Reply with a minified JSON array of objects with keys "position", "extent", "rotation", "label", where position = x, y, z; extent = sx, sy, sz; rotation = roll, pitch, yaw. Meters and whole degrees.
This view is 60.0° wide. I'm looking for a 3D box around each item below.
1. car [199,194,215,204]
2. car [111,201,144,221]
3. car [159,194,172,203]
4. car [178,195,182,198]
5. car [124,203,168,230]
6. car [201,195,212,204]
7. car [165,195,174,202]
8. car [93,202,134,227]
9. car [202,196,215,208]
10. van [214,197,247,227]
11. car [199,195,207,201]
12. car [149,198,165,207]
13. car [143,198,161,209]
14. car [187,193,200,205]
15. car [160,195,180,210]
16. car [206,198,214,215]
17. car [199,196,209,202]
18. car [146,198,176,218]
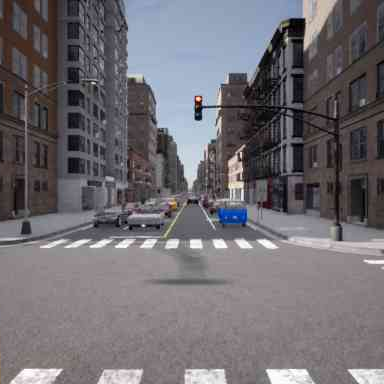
[{"position":[2.675,1.305,50.839],"extent":[2.192,1.841,5.009],"rotation":[0,0,0],"label":"car"},{"position":[-5.367,1.543,28.111],"extent":[1.887,1.381,4.507],"rotation":[0,0,0],"label":"car"},{"position":[-5.338,1.292,67.884],"extent":[2.192,1.841,5.009],"rotation":[0,0,0],"label":"car"},{"position":[-2.773,1.591,50.033],"extent":[1.895,1.301,4.718],"rotation":[0,0,0],"label":"car"},{"position":[-2.804,1.600,21.136],"extent":[1.895,1.301,4.718],"rotation":[0,0,-1],"label":"car"},{"position":[2.683,1.422,62.201],"extent":[1.967,1.590,4.097],"rotation":[0,0,0],"label":"car"},{"position":[-5.330,1.409,79.247],"extent":[1.967,1.590,4.097],"rotation":[0,0,0],"label":"car"},{"position":[-5.372,1.550,22.429],"extent":[2.008,1.369,4.403],"rotation":[0,0,0],"label":"car"},{"position":[2.670,1.576,45.157],"extent":[1.802,1.307,4.206],"rotation":[0,0,0],"label":"car"},{"position":[2.653,1.340,22.432],"extent":[1.690,1.788,3.998],"rotation":[0,0,0],"label":"van"},{"position":[2.700,1.530,84.926],"extent":[1.947,1.339,4.313],"rotation":[0,0,0],"label":"car"},{"position":[-5.350,1.556,50.839],"extent":[1.947,1.339,4.313],"rotation":[0,0,0],"label":"car"},{"position":[-5.355,1.519,44.987],"extent":[1.752,1.417,4.829],"rotation":[0,0,0],"label":"car"},{"position":[0.152,1.463,56.855],"extent":[1.882,1.535,5.008],"rotation":[0,0,0],"label":"car"},{"position":[-2.814,1.474,39.927],"extent":[1.882,1.535,5.008],"rotation":[0,0,0],"label":"car"},{"position":[2.662,1.580,33.794],"extent":[1.802,1.307,4.206],"rotation":[0,0,0],"label":"car"},{"position":[2.691,1.524,73.563],"extent":[2.008,1.369,4.403],"rotation":[0,0,0],"label":"car"},{"position":[-2.824,1.562,30.281],"extent":[1.994,1.385,4.181],"rotation":[0,0,0],"label":"car"}]
